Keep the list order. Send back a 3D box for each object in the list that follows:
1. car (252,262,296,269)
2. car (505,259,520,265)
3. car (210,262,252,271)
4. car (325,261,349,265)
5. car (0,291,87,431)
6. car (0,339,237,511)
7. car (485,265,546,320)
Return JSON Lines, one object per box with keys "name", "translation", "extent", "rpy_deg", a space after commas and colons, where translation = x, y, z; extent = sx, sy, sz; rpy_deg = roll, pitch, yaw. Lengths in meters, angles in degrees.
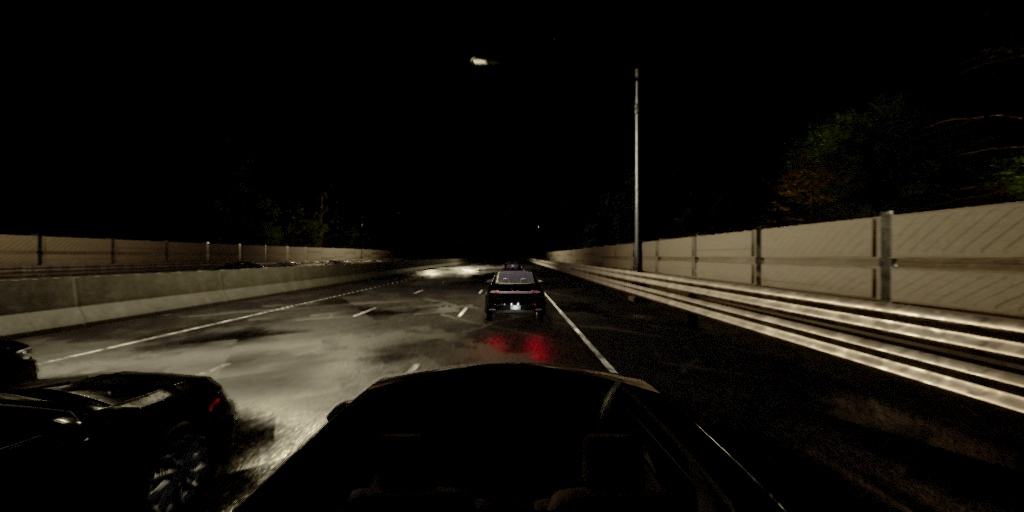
{"name": "car", "translation": [-21.101, 1.320, 32.818], "extent": [1.994, 1.385, 4.181], "rpy_deg": [0, 0, 0]}
{"name": "car", "translation": [0.090, 1.189, 44.393], "extent": [2.033, 1.649, 4.856], "rpy_deg": [0, 0, 0]}
{"name": "car", "translation": [-24.600, 1.261, 32.147], "extent": [1.837, 1.490, 4.892], "rpy_deg": [0, 0, 0]}
{"name": "car", "translation": [-17.600, 1.248, 35.657], "extent": [2.128, 1.511, 4.902], "rpy_deg": [0, 0, 0]}
{"name": "car", "translation": [-6.901, 1.242, 2.468], "extent": [2.128, 1.511, 4.902], "rpy_deg": [0, 0, 0]}
{"name": "car", "translation": [-3.400, 1.255, 1.239], "extent": [1.837, 1.490, 4.892], "rpy_deg": [0, 0, 0]}
{"name": "car", "translation": [0.098, 1.244, 12.576], "extent": [2.128, 1.511, 4.902], "rpy_deg": [0, 0, 0]}
